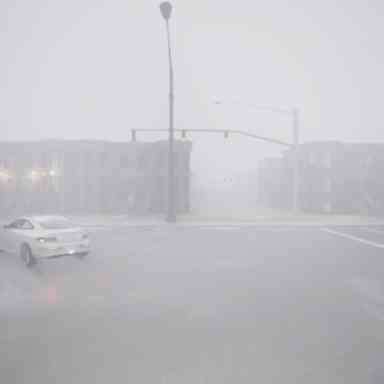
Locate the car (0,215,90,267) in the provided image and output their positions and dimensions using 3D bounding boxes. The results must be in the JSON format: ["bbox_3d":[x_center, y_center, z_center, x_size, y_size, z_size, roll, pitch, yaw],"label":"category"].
[{"bbox_3d":[-5.217,1.492,11.323,4.674,1.442,1.812,0,-1,43],"label":"car"}]
